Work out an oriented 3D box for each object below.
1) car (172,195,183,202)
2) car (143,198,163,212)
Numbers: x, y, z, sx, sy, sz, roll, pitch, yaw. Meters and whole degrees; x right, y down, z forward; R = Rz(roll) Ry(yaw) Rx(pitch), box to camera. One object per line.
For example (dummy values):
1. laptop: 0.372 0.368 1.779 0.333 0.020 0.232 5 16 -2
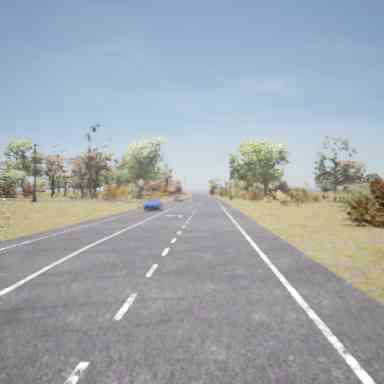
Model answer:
1. car: -3.172 1.419 72.784 2.097 1.767 4.553 -1 0 3
2. car: -4.782 1.536 41.391 1.882 1.535 5.008 -1 0 3
